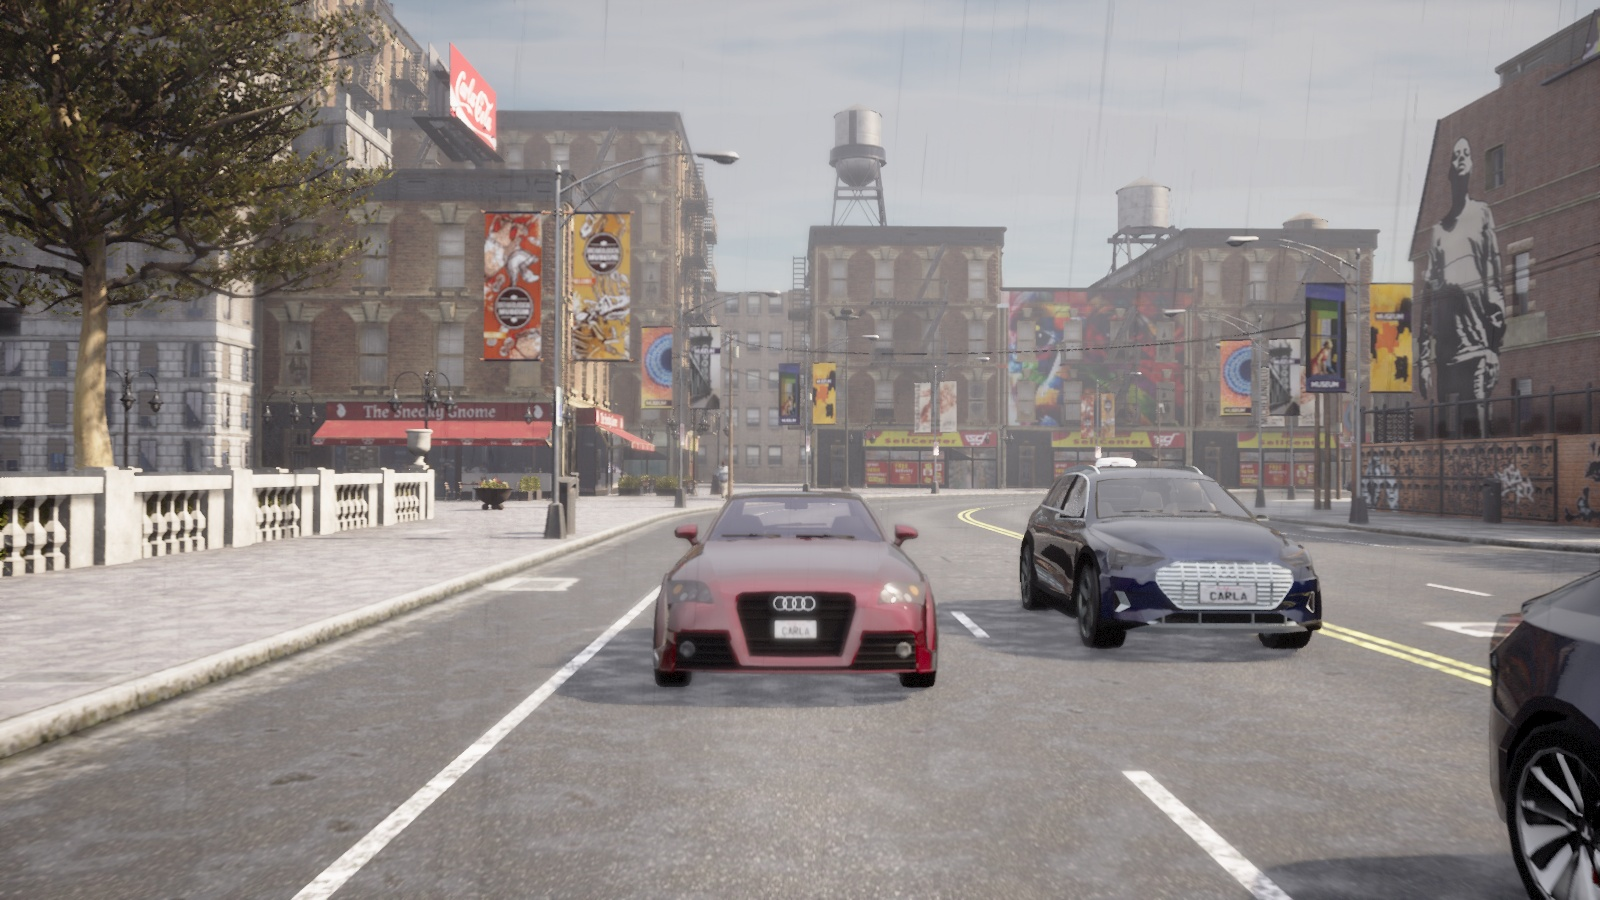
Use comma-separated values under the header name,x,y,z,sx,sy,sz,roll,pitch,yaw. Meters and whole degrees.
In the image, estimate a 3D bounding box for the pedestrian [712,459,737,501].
name,x,y,z,sx,sy,sz,roll,pitch,yaw
pedestrian,-3.406,1.346,56.832,0.874,1.855,0.900,0,-1,16

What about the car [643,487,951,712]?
name,x,y,z,sx,sy,sz,roll,pitch,yaw
car,-0.024,1.032,10.244,1.994,1.385,4.181,0,-1,0

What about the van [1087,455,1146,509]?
name,x,y,z,sx,sy,sz,roll,pitch,yaw
van,12.573,1.241,49.762,2.069,2.038,4.480,-1,-1,16

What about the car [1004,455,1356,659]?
name,x,y,z,sx,sy,sz,roll,pitch,yaw
car,3.469,0.922,12.602,2.033,1.649,4.856,0,-1,0

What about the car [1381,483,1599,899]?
name,x,y,z,sx,sy,sz,roll,pitch,yaw
car,3.489,0.840,2.778,2.163,1.488,4.792,0,-1,0
